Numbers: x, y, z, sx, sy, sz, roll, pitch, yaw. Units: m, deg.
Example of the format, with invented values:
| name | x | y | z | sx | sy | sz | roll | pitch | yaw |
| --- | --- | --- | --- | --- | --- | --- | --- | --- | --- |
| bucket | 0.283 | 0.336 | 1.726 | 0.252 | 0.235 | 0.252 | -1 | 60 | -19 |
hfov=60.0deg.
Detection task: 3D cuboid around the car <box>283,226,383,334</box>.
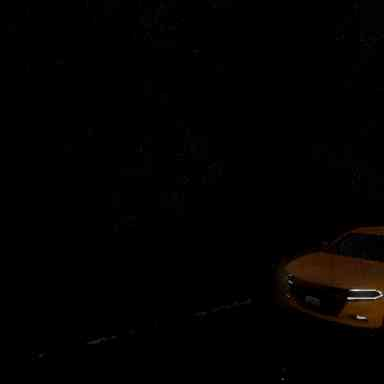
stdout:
| name | x | y | z | sx | sy | sz | roll | pitch | yaw |
| --- | --- | --- | --- | --- | --- | --- | --- | --- | --- |
| car | 3.978 | 1.475 | 6.830 | 5.008 | 1.535 | 1.882 | 0 | 0 | -35 |
